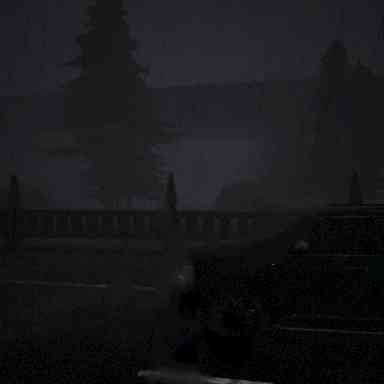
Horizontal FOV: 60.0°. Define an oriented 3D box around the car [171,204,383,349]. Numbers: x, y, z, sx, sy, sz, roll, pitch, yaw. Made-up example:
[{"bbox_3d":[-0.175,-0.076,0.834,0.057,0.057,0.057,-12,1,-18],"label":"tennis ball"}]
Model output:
[{"bbox_3d":[2.477,1.227,5.449,5.566,2.045,2.150,0,0,10],"label":"car"}]
